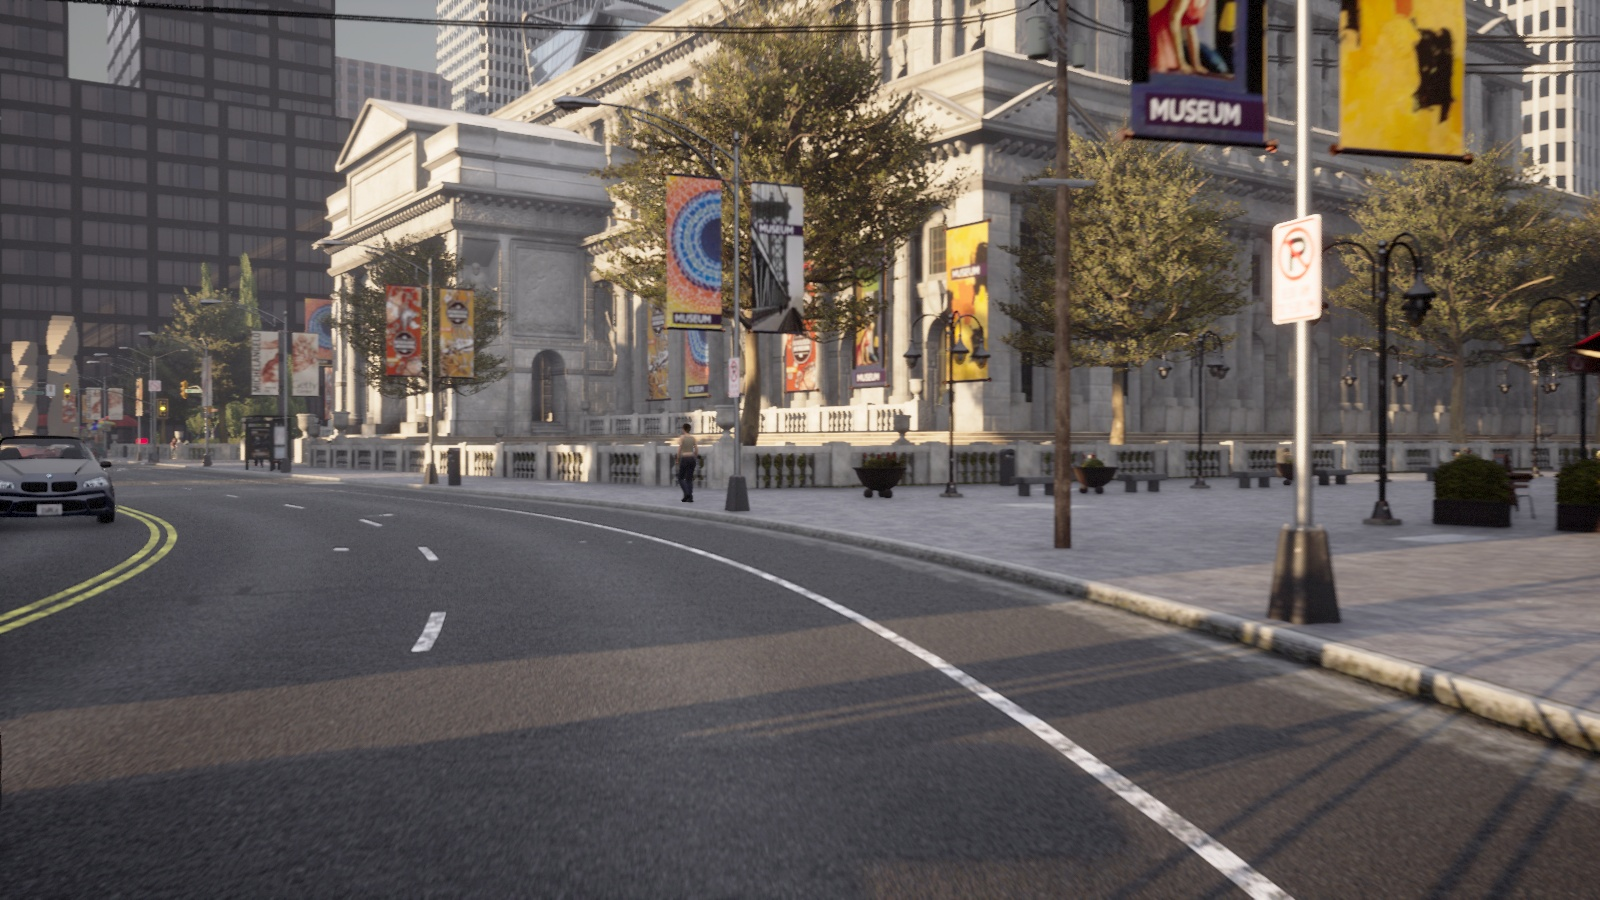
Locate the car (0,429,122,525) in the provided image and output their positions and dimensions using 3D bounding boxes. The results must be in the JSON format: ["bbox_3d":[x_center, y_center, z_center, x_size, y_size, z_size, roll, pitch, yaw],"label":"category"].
[{"bbox_3d":[-14.585,0.454,24.215,2.242,1.667,4.611,0,0,-33],"label":"car"}]

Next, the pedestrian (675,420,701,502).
[{"bbox_3d":[-2.525,0.244,28.298,0.345,1.836,0.594,0,0,-32],"label":"pedestrian"}]

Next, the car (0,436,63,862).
[{"bbox_3d":[-3.667,0.696,2.801,1.970,1.475,3.806,0,0,-3],"label":"car"}]
